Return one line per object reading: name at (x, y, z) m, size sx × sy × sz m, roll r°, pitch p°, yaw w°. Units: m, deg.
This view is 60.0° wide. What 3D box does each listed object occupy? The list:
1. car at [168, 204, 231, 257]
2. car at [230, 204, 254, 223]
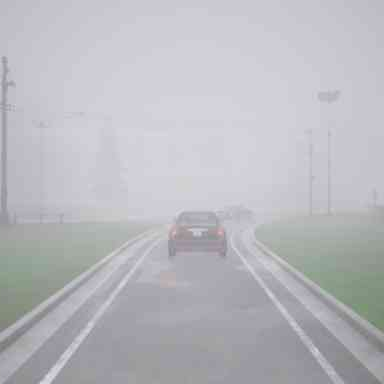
car at (0.289, 1.437, 13.420) m, size 2.097 × 1.767 × 4.553 m, roll 0°, pitch 0°, yaw 3°
car at (3.536, 1.717, 27.333) m, size 2.033 × 1.411 × 5.357 m, roll 0°, pitch 0°, yaw 27°
